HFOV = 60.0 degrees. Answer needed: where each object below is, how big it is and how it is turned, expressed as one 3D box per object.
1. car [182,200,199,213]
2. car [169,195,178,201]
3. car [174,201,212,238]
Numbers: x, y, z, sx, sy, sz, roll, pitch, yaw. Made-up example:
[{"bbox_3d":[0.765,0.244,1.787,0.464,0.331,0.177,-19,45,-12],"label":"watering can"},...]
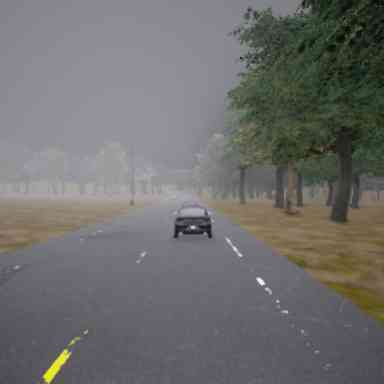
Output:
[{"bbox_3d":[-0.162,1.638,38.650,1.895,1.301,4.718,0,0,-1],"label":"car"},{"bbox_3d":[-4.671,1.508,82.151,1.812,1.442,4.674,0,0,-2],"label":"car"},{"bbox_3d":[0.037,1.506,18.045,1.882,1.535,5.008,0,0,0],"label":"car"}]
